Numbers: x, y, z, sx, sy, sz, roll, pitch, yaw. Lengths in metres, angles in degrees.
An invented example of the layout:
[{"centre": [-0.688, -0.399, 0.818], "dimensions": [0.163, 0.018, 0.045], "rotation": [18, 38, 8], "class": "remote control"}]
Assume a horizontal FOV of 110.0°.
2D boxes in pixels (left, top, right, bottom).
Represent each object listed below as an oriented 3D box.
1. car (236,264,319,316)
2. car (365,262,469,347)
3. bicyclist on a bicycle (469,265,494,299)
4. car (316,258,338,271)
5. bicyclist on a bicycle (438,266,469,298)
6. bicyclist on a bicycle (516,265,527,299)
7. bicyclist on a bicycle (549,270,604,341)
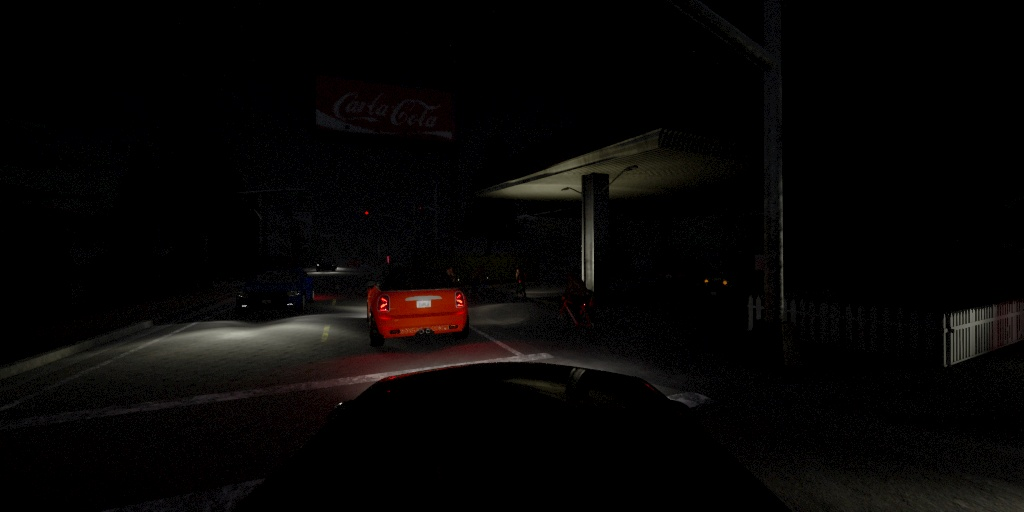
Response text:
[{"centre": [-8.723, 1.192, 13.559], "dimensions": [1.882, 1.535, 5.008], "rotation": [1, -1, -24], "class": "car"}, {"centre": [-2.672, 1.022, 9.438], "dimensions": [2.097, 1.767, 4.553], "rotation": [0, 0, -23], "class": "car"}, {"centre": [-1.642, 1.296, 17.860], "dimensions": [1.656, 1.620, 0.582], "rotation": [1, 0, -22], "class": "bicyclist on a bicycle"}, {"centre": [-24.188, 1.106, 46.702], "dimensions": [2.097, 1.767, 4.553], "rotation": [0, 0, -25], "class": "car"}, {"centre": [-2.924, 1.267, 16.453], "dimensions": [1.656, 1.620, 0.582], "rotation": [1, 0, 36], "class": "bicyclist on a bicycle"}, {"centre": [0.464, 1.294, 18.014], "dimensions": [0.582, 1.620, 1.656], "rotation": [0, 0, 15], "class": "bicyclist on a bicycle"}, {"centre": [1.551, 1.188, 8.824], "dimensions": [0.582, 1.620, 1.656], "rotation": [3, -2, -44], "class": "bicyclist on a bicycle"}]
